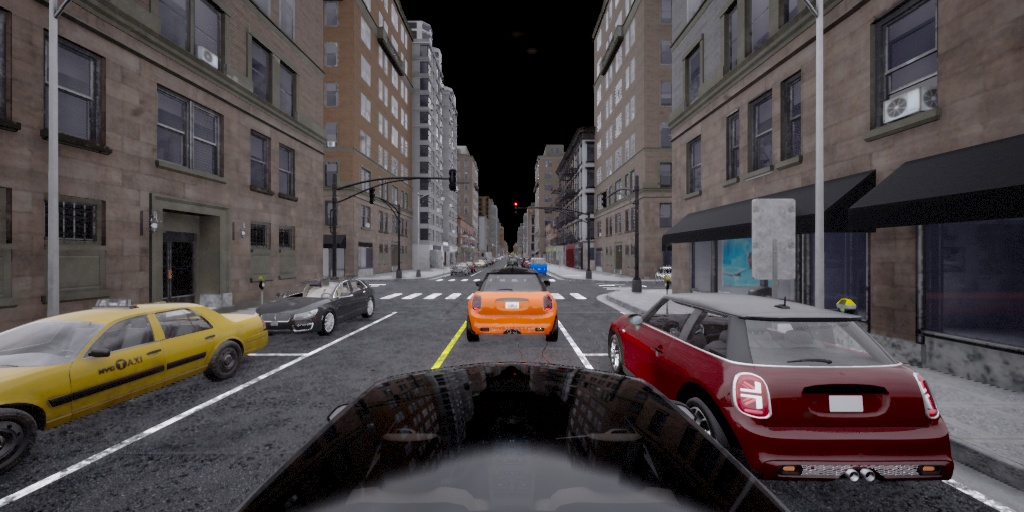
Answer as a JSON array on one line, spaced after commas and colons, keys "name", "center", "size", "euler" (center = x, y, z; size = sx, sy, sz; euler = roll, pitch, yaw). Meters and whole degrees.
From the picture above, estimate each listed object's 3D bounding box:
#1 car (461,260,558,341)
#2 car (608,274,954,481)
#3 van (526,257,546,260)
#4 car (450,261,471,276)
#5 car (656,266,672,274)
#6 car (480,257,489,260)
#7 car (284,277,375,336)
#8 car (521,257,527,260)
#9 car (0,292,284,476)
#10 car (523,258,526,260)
[{"name": "car", "center": [0.024, 1.102, 9.993], "size": [2.097, 1.767, 4.553], "euler": [0, 0, 0]}, {"name": "car", "center": [2.642, 1.190, 4.773], "size": [1.967, 1.591, 4.097], "euler": [0, 0, 0]}, {"name": "van", "center": [2.692, 1.088, 37.373], "size": [1.690, 1.789, 3.998], "euler": [0, 0, 0]}, {"name": "car", "center": [-5.333, 1.298, 37.376], "size": [2.007, 1.370, 4.403], "euler": [0, 0, 0]}, {"name": "car", "center": [13.135, 1.058, 25.195], "size": [5.566, 2.045, 2.150], "euler": [0, 0, 0]}, {"name": "car", "center": [-5.299, 1.268, 59.934], "size": [1.751, 1.417, 4.829], "euler": [0, 0, 0]}, {"name": "car", "center": [-5.375, 1.300, 10.295], "size": [2.007, 1.370, 4.403], "euler": [0, 0, 0]}, {"name": "car", "center": [2.726, 1.324, 60.098], "size": [1.802, 1.307, 4.207], "euler": [0, 0, 0]}, {"name": "car", "center": [-5.383, 1.275, 4.606], "size": [1.751, 1.417, 4.829], "euler": [0, 0, 0]}, {"name": "car", "center": [2.709, 1.329, 48.735], "size": [1.802, 1.307, 4.207], "euler": [0, 0, 0]}]
